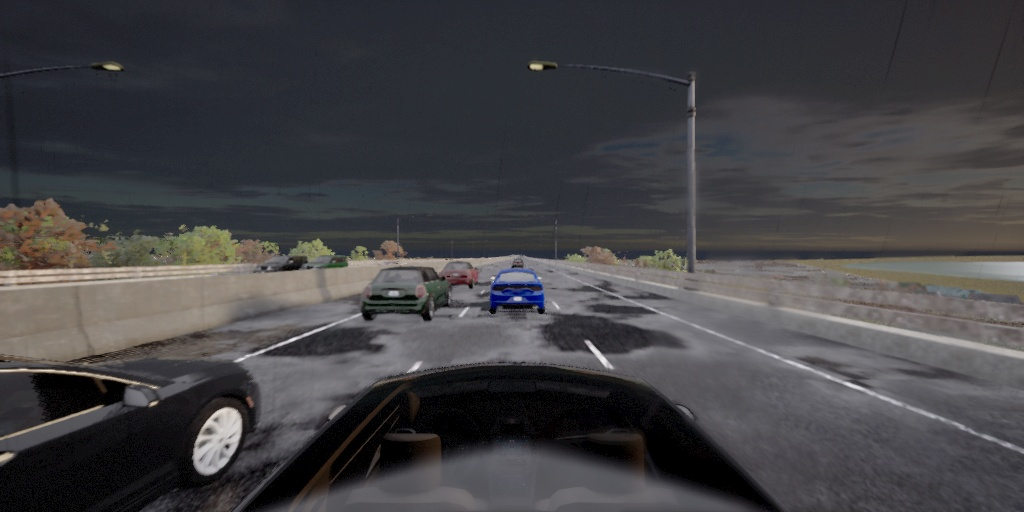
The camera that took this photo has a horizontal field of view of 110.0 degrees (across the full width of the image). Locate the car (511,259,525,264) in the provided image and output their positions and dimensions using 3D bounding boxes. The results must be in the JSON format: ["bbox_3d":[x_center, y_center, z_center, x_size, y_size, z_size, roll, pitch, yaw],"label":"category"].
[{"bbox_3d":[0.971,1.340,57.840,1.837,1.490,4.892,0,0,2],"label":"car"}]

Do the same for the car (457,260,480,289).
[{"bbox_3d":[-3.358,1.124,23.637,2.097,1.767,4.553,0,0,1],"label":"car"}]

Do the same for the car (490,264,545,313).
[{"bbox_3d":[0.178,1.240,14.139,1.882,1.535,5.008,0,0,0],"label":"car"}]

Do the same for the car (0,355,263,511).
[{"bbox_3d":[-3.502,1.252,1.731,1.837,1.490,4.892,0,0,0],"label":"car"}]

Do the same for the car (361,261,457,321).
[{"bbox_3d":[-3.465,1.111,12.669,2.097,1.767,4.553,0,0,0],"label":"car"}]

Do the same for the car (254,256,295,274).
[{"bbox_3d":[-20.796,0.990,32.816,2.150,2.045,5.566,0,0,1],"label":"car"}]

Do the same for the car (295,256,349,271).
[{"bbox_3d":[-17.284,0.994,33.481,2.150,2.045,5.566,0,0,1],"label":"car"}]
